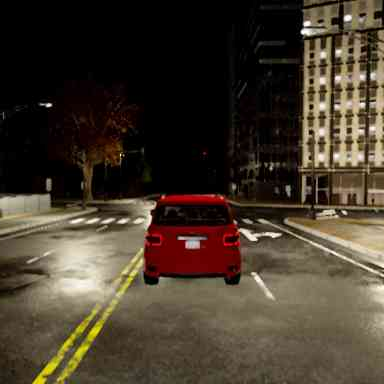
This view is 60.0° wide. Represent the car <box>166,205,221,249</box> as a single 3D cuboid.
[{"bbox_3d":[0.061,1.359,14.149,1.994,1.385,4.181,0,1,0],"label":"car"}]

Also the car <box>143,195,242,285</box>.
[{"bbox_3d":[-0.023,1.086,9.205,2.150,2.045,5.566,0,1,-1],"label":"car"}]
